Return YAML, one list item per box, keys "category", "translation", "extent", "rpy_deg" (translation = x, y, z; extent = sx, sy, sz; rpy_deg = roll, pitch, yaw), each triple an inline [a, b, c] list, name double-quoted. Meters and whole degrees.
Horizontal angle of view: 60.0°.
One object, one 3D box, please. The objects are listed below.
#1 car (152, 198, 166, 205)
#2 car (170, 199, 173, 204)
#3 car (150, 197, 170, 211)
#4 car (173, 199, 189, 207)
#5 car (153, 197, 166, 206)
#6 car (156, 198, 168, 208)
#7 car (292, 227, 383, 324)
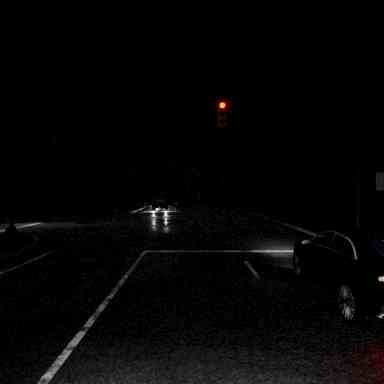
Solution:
- category: "car"
  translation: [-8.354, 2.345, 83.173]
  extent: [1.882, 1.535, 5.008]
  rpy_deg: [0, -1, -25]
- category: "car"
  translation: [-4.727, 2.441, 83.565]
  extent: [1.895, 1.301, 4.718]
  rpy_deg: [0, -1, -22]
- category: "car"
  translation: [-4.071, 1.596, 42.803]
  extent: [1.812, 1.442, 4.674]
  rpy_deg: [0, -1, -3]
- category: "car"
  translation: [-1.729, 1.861, 57.810]
  extent: [1.994, 1.385, 4.181]
  rpy_deg: [0, -1, -8]
- category: "car"
  translation: [-6.060, 1.748, 61.734]
  extent: [2.097, 1.767, 4.553]
  rpy_deg: [0, -1, -10]
- category: "car"
  translation: [-4.751, 1.720, 51.922]
  extent: [1.812, 1.442, 4.674]
  rpy_deg: [0, -1, -6]
- category: "car"
  translation: [3.583, 1.492, 7.098]
  extent: [2.128, 1.511, 4.902]
  rpy_deg: [0, 0, 1]
